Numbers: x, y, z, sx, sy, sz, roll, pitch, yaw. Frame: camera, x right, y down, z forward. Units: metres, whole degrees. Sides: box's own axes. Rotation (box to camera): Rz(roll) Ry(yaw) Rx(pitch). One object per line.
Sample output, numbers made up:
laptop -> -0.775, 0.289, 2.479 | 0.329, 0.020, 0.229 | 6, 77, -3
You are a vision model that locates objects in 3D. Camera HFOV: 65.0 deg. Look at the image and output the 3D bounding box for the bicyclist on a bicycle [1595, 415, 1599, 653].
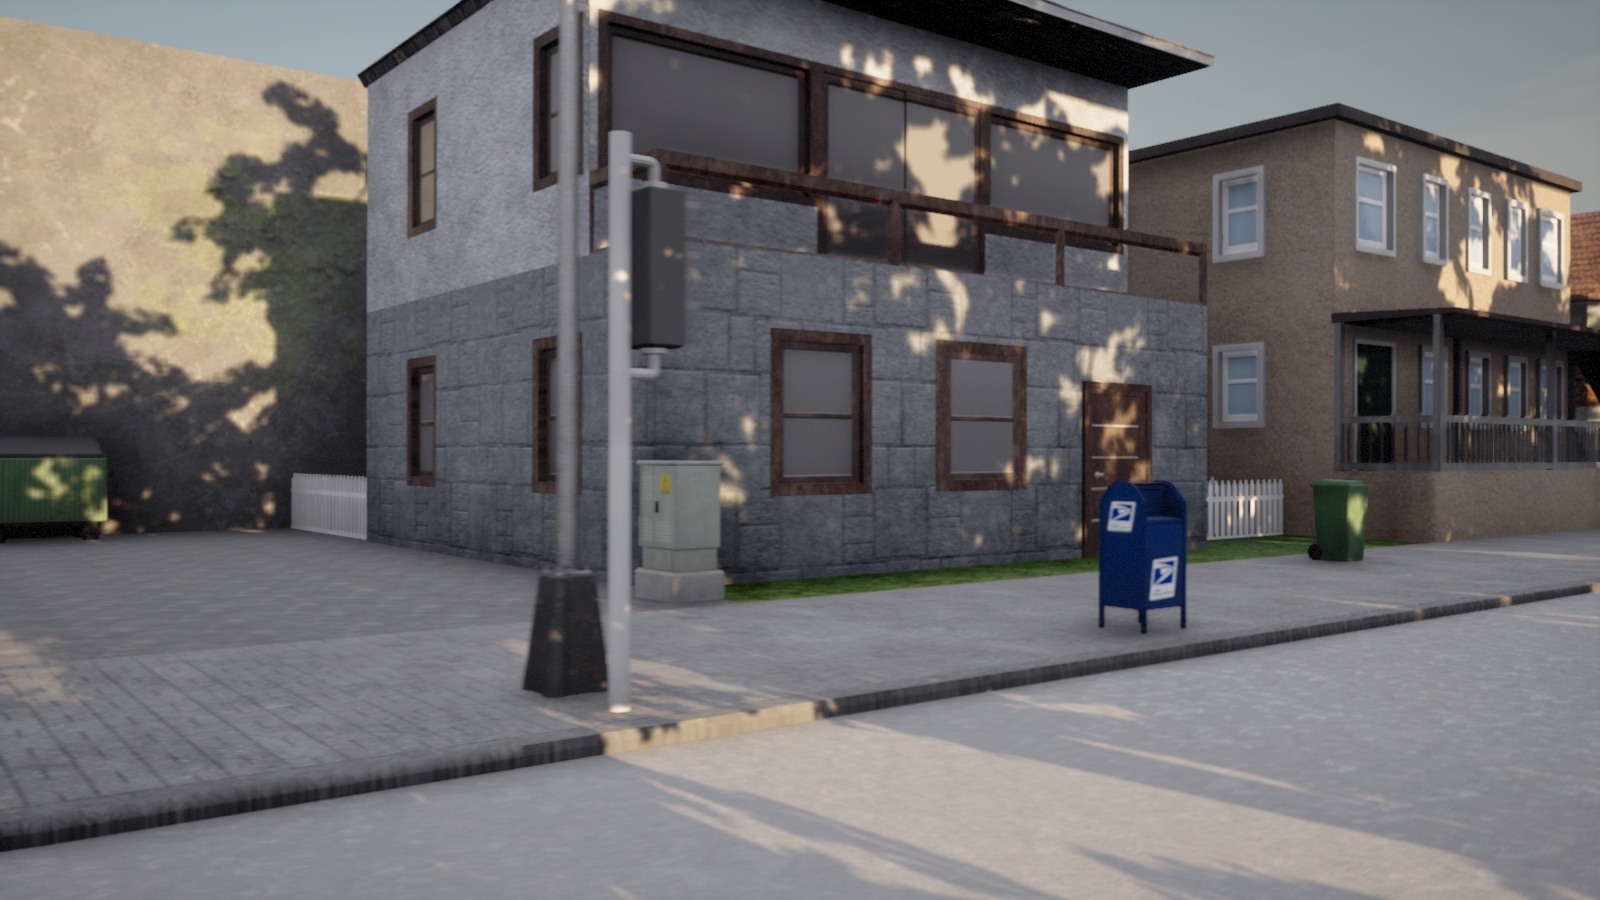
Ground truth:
bicyclist on a bicycle -> 6.876, 0.626, 9.687 | 1.843, 1.776, 0.659 | 0, 0, -37
